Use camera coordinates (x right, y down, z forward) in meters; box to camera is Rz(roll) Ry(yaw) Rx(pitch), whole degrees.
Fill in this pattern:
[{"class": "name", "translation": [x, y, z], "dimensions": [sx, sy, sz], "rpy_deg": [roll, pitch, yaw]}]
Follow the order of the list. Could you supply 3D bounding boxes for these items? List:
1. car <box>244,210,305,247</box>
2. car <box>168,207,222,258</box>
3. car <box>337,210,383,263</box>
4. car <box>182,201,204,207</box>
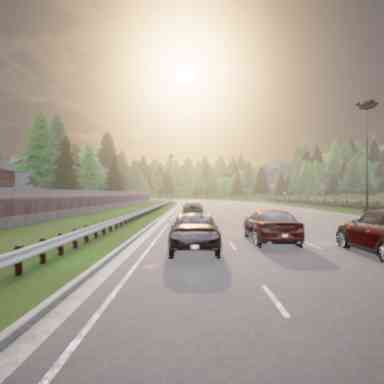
[{"class": "car", "translation": [3.591, 1.543, 15.299], "dimensions": [1.882, 1.535, 5.008], "rpy_deg": [0, 0, 0]}, {"class": "car", "translation": [0.092, 1.547, 13.030], "dimensions": [2.128, 1.511, 4.902], "rpy_deg": [0, 0, 0]}, {"class": "car", "translation": [7.093, 1.404, 12.066], "dimensions": [2.097, 1.767, 4.553], "rpy_deg": [0, 0, 0]}, {"class": "car", "translation": [0.081, 1.639, 31.413], "dimensions": [1.837, 1.490, 4.892], "rpy_deg": [0, 0, 0]}]
